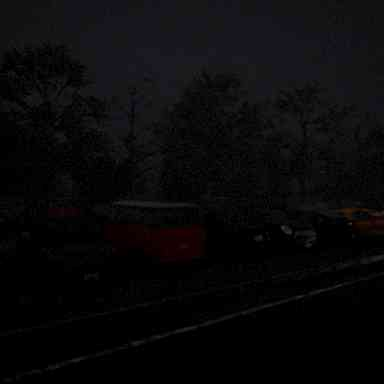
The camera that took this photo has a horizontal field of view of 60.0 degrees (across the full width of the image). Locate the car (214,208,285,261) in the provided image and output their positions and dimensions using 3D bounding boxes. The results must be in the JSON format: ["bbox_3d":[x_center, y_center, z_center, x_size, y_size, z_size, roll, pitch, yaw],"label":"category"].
[{"bbox_3d":[0.834,1.559,12.770,2.163,1.488,4.792,0,0,-35],"label":"car"}]

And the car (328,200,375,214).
[{"bbox_3d":[20.354,1.900,42.596,2.097,1.535,5.008,1,-1,-35],"label":"car"}]

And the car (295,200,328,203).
[{"bbox_3d":[11.519,1.754,36.113,1.946,1.575,5.366,1,-1,-35],"label":"car"}]

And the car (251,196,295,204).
[{"bbox_3d":[6.879,1.434,33.086,2.435,2.045,5.566,1,-1,-35],"label":"car"}]

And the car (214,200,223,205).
[{"bbox_3d":[-0.005,1.613,28.208,2.163,1.488,4.792,1,0,-35],"label":"car"}]

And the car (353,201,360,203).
[{"bbox_3d":[18.073,1.739,41.024,2.185,1.767,4.553,1,-1,-35],"label":"car"}]

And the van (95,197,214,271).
[{"bbox_3d":[-1.481,1.292,11.236,1.878,1.987,4.442,0,0,-35],"label":"van"}]

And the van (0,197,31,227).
[{"bbox_3d":[-11.110,1.278,20.157,1.878,1.987,4.442,0,0,-35],"label":"van"}]

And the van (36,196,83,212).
[{"bbox_3d":[-8.985,1.290,21.949,1.878,1.987,4.442,0,0,-35],"label":"van"}]

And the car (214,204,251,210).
[{"bbox_3d":[1.660,1.619,18.761,5.357,1.411,2.033,0,0,-35],"label":"car"}]

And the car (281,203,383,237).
[{"bbox_3d":[7.531,1.584,17.709,1.946,1.575,5.366,1,0,-35],"label":"car"}]

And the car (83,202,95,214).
[{"bbox_3d":[-6.662,1.528,23.460,2.097,1.535,5.008,0,0,-35],"label":"car"}]

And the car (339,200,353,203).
[{"bbox_3d":[15.948,1.859,39.444,2.163,1.488,4.792,1,-1,-35],"label":"car"}]

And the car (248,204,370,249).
[{"bbox_3d":[5.384,1.563,15.952,2.231,1.521,4.892,1,0,-35],"label":"car"}]

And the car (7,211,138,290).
[{"bbox_3d":[-3.663,1.535,9.512,2.163,1.488,4.792,0,0,-35],"label":"car"}]

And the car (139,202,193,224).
[{"bbox_3d":[-2.158,1.590,26.681,2.163,1.488,4.792,0,0,-35],"label":"car"}]

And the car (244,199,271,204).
[{"bbox_3d":[4.650,1.679,31.437,2.163,1.488,4.792,1,-1,-35],"label":"car"}]

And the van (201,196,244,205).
[{"bbox_3d":[2.207,1.388,29.883,1.878,1.987,4.442,1,0,-35],"label":"van"}]

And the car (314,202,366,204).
[{"bbox_3d":[9.910,1.612,18.940,1.946,1.575,5.366,1,-1,-35],"label":"car"}]

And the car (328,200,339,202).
[{"bbox_3d":[13.673,1.834,37.863,2.002,1.452,4.674,1,-1,-35],"label":"car"}]
